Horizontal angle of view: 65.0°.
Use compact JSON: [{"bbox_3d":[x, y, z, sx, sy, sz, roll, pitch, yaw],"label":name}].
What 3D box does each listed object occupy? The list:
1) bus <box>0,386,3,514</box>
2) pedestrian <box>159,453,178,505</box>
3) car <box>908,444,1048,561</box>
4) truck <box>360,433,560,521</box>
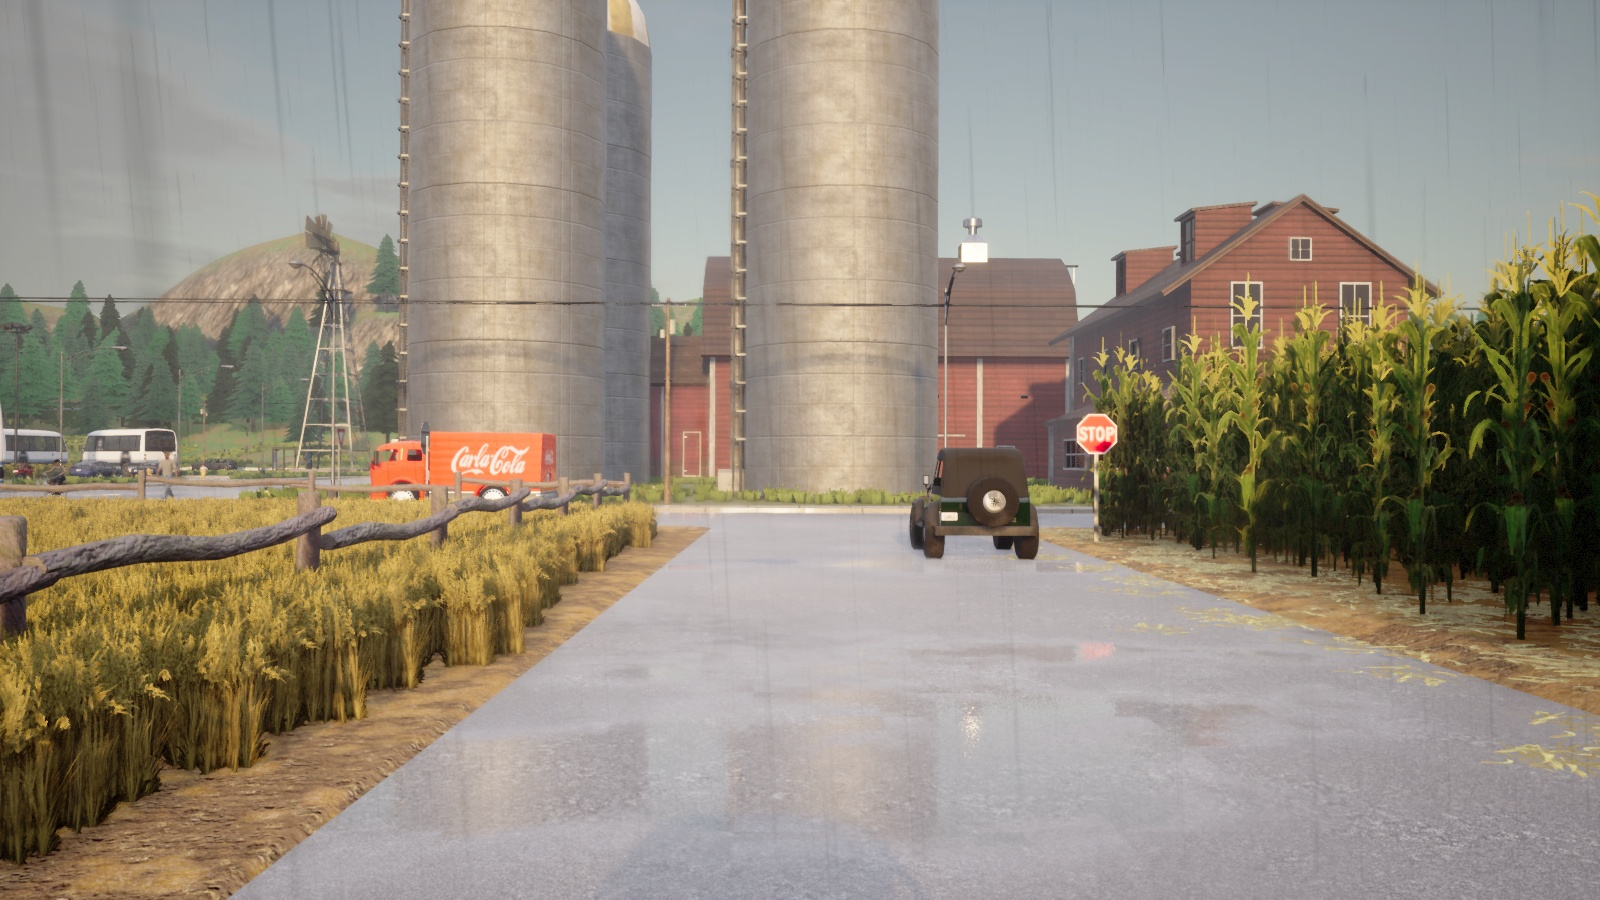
[{"bbox_3d":[-30.943,-0.014,38.534,3.944,4.253,10.273,-1,-1,31],"label":"bus"},{"bbox_3d":[-22.675,1.046,45.070,0.354,1.836,0.706,0,-1,-2],"label":"pedestrian"},{"bbox_3d":[3.037,0.871,22.190,1.905,1.878,3.866,0,-1,0],"label":"car"},{"bbox_3d":[-9.943,0.779,37.099,5.204,2.467,2.627,0,-1,1],"label":"truck"}]
